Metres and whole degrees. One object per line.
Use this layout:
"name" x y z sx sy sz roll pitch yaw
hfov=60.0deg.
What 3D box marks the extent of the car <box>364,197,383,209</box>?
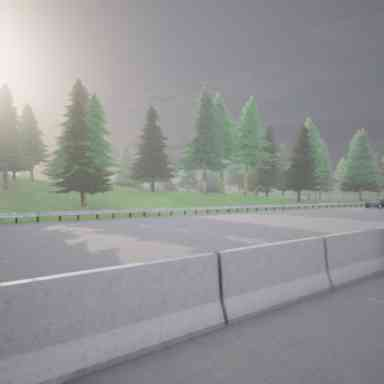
"car" 25.690 1.530 45.711 4.892 1.490 1.837 1 0 -33
